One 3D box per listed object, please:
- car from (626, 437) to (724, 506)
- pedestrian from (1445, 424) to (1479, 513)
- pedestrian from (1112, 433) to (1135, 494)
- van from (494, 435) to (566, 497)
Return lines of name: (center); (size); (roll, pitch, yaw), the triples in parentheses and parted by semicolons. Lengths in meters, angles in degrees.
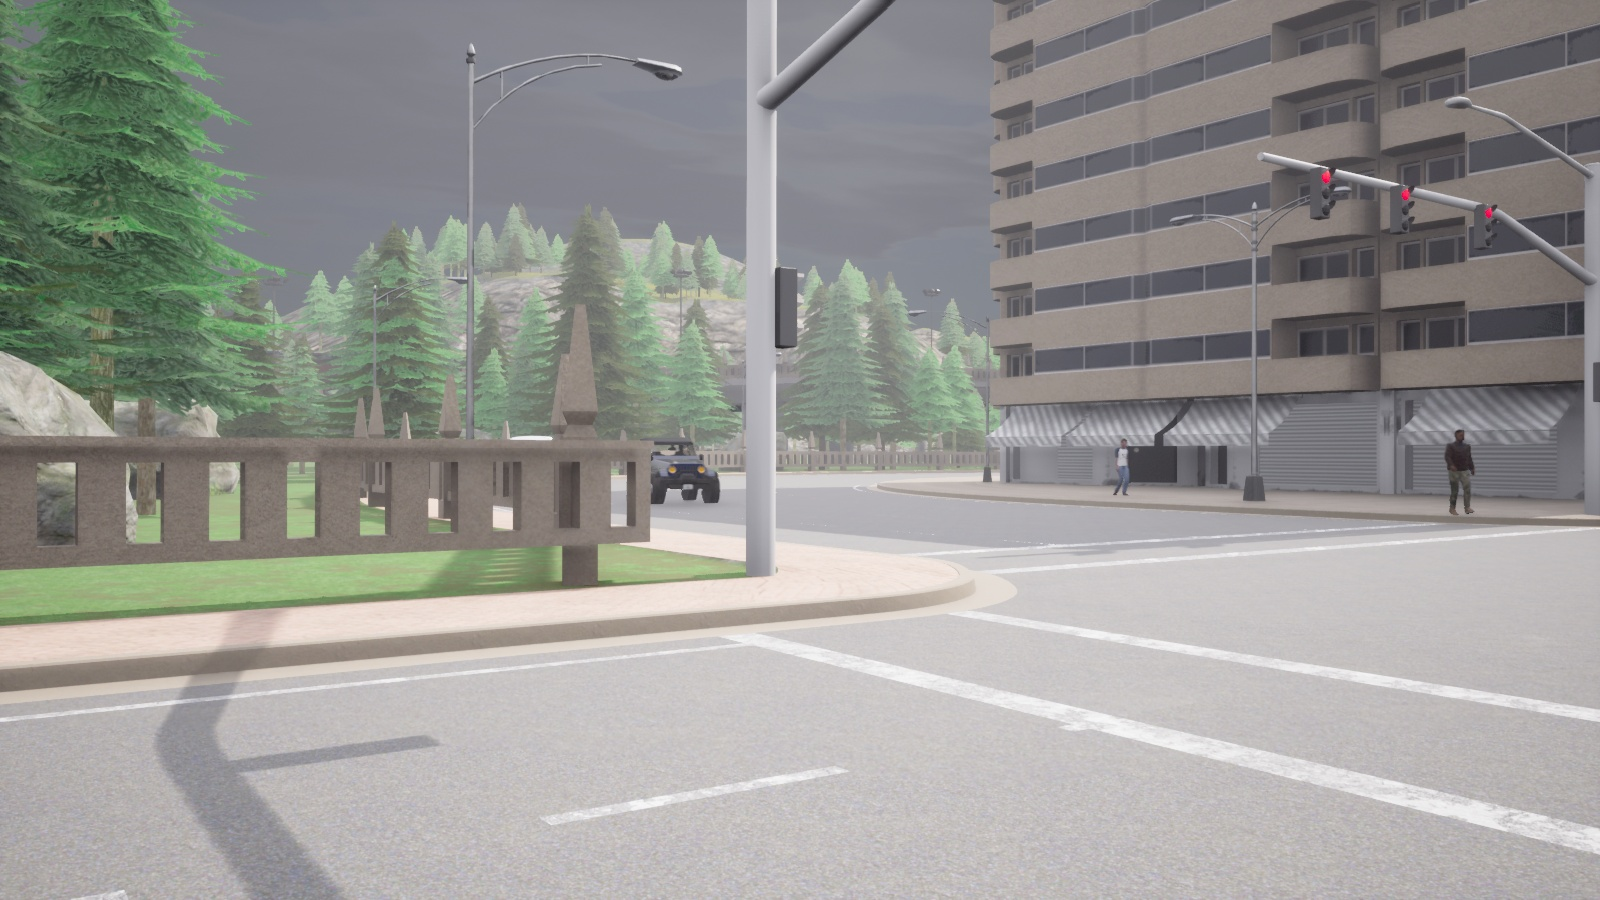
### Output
car: (-3.643, 0.581, 36.005); (1.905, 1.878, 3.866); (0, 0, -20)
pedestrian: (13.780, 0.384, 26.158); (0.431, 1.840, 0.703); (0, 0, 10)
pedestrian: (9.883, 0.416, 38.319); (0.354, 1.836, 0.706); (0, 0, -18)
van: (-9.459, 0.541, 44.285); (2.069, 2.038, 4.480); (0, 0, -7)
